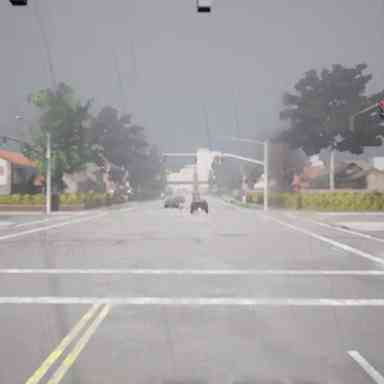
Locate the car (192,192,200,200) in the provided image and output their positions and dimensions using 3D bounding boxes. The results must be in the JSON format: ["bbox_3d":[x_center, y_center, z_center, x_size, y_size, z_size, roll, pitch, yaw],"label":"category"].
[{"bbox_3d":[1.156,0.991,90.629,2.150,2.045,5.566,0,0,0],"label":"car"}]

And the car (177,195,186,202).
[{"bbox_3d":[-2.449,1.490,77.636,2.033,1.411,5.357,0,0,0],"label":"car"}]

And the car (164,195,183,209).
[{"bbox_3d":[-2.790,1.518,45.895,2.033,1.411,5.357,0,0,1],"label":"car"}]

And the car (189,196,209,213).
[{"bbox_3d":[0.801,1.481,36.804,1.837,1.490,4.892,0,0,1],"label":"car"}]

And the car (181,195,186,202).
[{"bbox_3d":[-2.592,1.464,62.930,1.837,1.490,4.892,0,0,1],"label":"car"}]

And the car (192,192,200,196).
[{"bbox_3d":[1.075,1.465,80.598,1.812,1.442,4.674,0,0,0],"label":"car"}]
